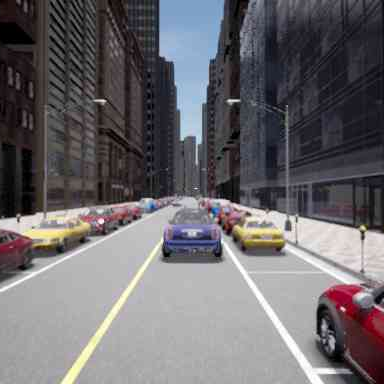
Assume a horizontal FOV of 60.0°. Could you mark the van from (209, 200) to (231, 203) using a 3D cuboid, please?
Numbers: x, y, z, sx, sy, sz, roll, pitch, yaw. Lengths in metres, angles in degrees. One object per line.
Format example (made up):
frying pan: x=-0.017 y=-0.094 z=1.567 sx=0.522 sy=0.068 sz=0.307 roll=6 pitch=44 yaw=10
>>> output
van: x=2.773 y=1.646 z=31.315 sx=1.690 sy=1.788 sz=3.998 roll=0 pitch=-1 yaw=0

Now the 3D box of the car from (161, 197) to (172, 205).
car: x=-5.743 y=2.057 z=76.120 sx=2.192 sy=1.841 sz=5.009 roll=0 pitch=-1 yaw=0

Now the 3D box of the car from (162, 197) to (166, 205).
car: x=-5.748 y=1.963 z=53.713 sx=1.967 sy=1.590 sz=4.097 roll=0 pitch=-1 yaw=0

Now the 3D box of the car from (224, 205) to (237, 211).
car: x=2.770 y=1.741 z=20.110 sx=1.887 sy=1.381 sz=4.507 roll=0 pitch=-1 yaw=0

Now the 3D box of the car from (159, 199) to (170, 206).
car: x=-5.745 y=2.253 z=70.516 sx=1.947 sy=1.339 sz=4.313 roll=0 pitch=-1 yaw=0

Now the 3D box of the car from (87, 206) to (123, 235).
car: x=-5.755 y=1.637 z=20.104 sx=1.967 sy=1.590 sz=4.097 roll=0 pitch=-1 yaw=0

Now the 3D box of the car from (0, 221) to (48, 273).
car: x=-5.758 y=1.670 z=8.899 sx=1.802 sy=1.307 sz=4.206 roll=0 pitch=-1 yaw=0

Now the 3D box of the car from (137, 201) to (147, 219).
car: x=-5.753 y=1.850 z=31.306 sx=1.887 sy=1.381 sz=4.507 roll=0 pitch=-1 yaw=0

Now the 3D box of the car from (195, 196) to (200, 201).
car: x=2.367 y=2.256 z=81.771 sx=1.801 sy=1.575 sz=5.366 roll=0 pitch=-1 yaw=0

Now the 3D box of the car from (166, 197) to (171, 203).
car: x=-5.746 y=2.073 z=64.916 sx=1.967 sy=1.590 sz=4.097 roll=0 pitch=-1 yaw=0

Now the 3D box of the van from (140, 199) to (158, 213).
van: x=-5.750 y=1.755 z=42.511 sx=1.690 sy=1.788 sz=3.998 roll=0 pitch=-1 yaw=0

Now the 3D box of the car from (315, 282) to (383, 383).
car: x=2.767 y=1.474 z=3.304 sx=1.967 sy=1.590 sz=4.097 roll=0 pitch=-1 yaw=0

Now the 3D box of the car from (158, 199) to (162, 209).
car: x=-5.750 y=2.051 z=48.110 sx=1.802 sy=1.307 sz=4.206 roll=0 pitch=-1 yaw=0

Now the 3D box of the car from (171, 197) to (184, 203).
car: x=-3.001 y=2.236 z=65.310 sx=1.895 sy=1.301 sz=4.718 roll=0 pitch=-1 yaw=0

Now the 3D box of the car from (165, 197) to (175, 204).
car: x=-5.741 y=2.169 z=87.323 sx=2.192 sy=1.841 sz=5.009 roll=0 pitch=-1 yaw=0

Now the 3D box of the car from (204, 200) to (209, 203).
car: x=2.774 y=1.959 z=42.517 sx=1.887 sy=1.381 sz=4.507 roll=0 pitch=-1 yaw=0

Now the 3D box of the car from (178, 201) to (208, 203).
car: x=0.026 y=1.771 z=28.520 sx=2.128 sy=1.511 sz=4.902 roll=0 pitch=0 yaw=0

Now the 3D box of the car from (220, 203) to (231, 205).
car: x=2.771 y=1.795 z=25.711 sx=1.887 sy=1.381 sz=4.507 roll=0 pitch=-1 yaw=0

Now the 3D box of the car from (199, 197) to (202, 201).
car: x=2.779 y=2.177 z=64.924 sx=1.887 sy=1.381 sz=4.507 roll=0 pitch=-1 yaw=0

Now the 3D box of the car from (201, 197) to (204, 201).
car: x=2.776 y=1.909 z=48.120 sx=1.967 sy=1.590 sz=4.097 roll=0 pitch=-1 yaw=0

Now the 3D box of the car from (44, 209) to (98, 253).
car: x=-5.756 y=1.666 z=14.331 sx=1.752 sy=1.417 sz=4.829 roll=0 pitch=-1 yaw=0

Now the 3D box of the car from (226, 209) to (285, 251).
car: x=2.769 y=1.669 z=14.677 sx=1.752 sy=1.417 sz=4.829 roll=0 pitch=-1 yaw=0

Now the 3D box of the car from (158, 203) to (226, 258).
car: x=0.023 y=1.483 z=13.447 sx=2.097 sy=1.767 sz=4.553 roll=0 pitch=-1 yaw=0

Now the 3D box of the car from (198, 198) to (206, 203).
car: x=2.784 y=2.461 z=92.933 sx=2.008 sy=1.369 sz=4.403 roll=0 pitch=-1 yaw=0

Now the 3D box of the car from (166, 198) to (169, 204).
car: x=-5.748 y=2.144 z=59.313 sx=1.947 sy=1.339 sz=4.313 roll=0 pitch=-1 yaw=0

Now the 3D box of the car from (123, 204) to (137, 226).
car: x=-5.754 y=1.795 z=25.704 sx=1.887 sy=1.381 sz=4.507 roll=0 pitch=-1 yaw=0
